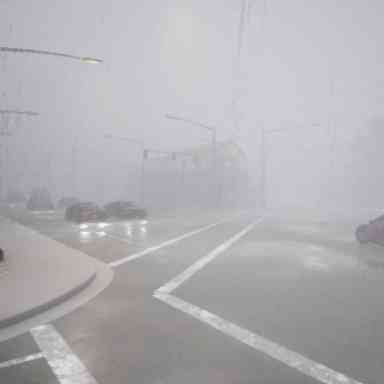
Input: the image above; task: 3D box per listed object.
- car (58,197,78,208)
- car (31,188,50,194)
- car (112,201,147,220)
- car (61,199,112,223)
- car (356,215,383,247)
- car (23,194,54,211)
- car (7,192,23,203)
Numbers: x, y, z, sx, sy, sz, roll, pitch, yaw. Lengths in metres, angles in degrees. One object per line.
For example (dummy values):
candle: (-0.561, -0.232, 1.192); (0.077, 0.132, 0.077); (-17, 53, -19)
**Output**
car: (-14.214, 1.294, 39.220); (1.895, 1.301, 4.718); (0, 1, -36)
car: (-23.767, 0.473, 52.337); (2.150, 2.045, 5.566); (0, 1, -36)
car: (-5.697, 1.441, 27.567); (2.033, 1.411, 5.357); (0, 1, -36)
car: (-7.884, 1.473, 24.609); (1.994, 1.385, 4.181); (0, 0, -36)
car: (7.851, 1.502, 12.421); (1.812, 1.442, 4.674); (1, 0, 5)
car: (-16.917, 1.252, 36.986); (2.033, 1.411, 5.357); (0, 1, -36)
car: (-26.612, 0.732, 50.294); (1.882, 1.535, 5.008); (0, 1, -36)
